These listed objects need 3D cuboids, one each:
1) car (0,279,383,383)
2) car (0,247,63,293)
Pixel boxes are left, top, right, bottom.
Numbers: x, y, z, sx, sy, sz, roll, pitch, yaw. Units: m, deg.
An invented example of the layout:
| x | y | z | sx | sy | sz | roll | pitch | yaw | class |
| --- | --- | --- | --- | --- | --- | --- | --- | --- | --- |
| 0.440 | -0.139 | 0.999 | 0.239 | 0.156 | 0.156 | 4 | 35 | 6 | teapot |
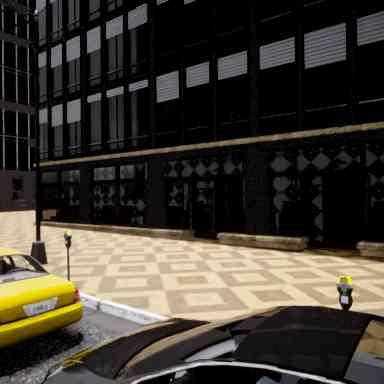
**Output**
| x | y | z | sx | sy | sz | roll | pitch | yaw | class |
| --- | --- | --- | --- | --- | --- | --- | --- | --- | --- |
| 0.703 | 1.566 | 2.345 | 4.313 | 1.339 | 1.947 | 0 | -1 | 35 | car |
| -3.932 | 1.527 | 5.859 | 4.829 | 1.417 | 1.752 | 0 | -1 | 35 | car |
